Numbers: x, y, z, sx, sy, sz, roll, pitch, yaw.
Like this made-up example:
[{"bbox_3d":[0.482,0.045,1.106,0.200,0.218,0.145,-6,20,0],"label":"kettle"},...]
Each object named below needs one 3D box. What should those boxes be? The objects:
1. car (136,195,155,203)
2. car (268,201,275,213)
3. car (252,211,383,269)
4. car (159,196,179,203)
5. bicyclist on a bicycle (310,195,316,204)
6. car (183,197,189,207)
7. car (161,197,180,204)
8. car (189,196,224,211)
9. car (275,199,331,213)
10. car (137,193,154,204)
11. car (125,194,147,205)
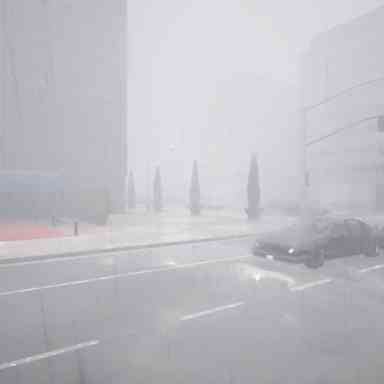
[{"bbox_3d":[-9.874,1.520,70.413,2.128,1.511,4.902,0,0,-35],"label":"car"},{"bbox_3d":[10.228,1.505,35.235,1.837,1.490,4.892,0,0,-35],"label":"car"},{"bbox_3d":[4.556,1.547,11.268,5.357,1.411,2.033,0,0,-32],"label":"car"},{"bbox_3d":[-4.859,1.601,69.491,1.895,1.301,4.718,0,0,-35],"label":"car"},{"bbox_3d":[16.857,1.301,46.689,1.656,1.620,0.582,0,0,-35],"label":"bicyclist on a bicycle"},{"bbox_3d":[0.905,1.525,48.644,1.812,1.442,4.674,0,0,-35],"label":"car"},{"bbox_3d":[-4.158,1.547,62.386,2.033,1.411,5.357,0,0,-35],"label":"car"},{"bbox_3d":[1.983,1.526,40.960,1.812,1.442,4.674,0,0,-35],"label":"car"},{"bbox_3d":[9.941,1.526,29.359,1.812,1.442,4.674,0,0,-33],"label":"car"},{"bbox_3d":[-9.558,1.300,63.845,2.150,2.045,5.566,0,0,-35],"label":"car"},{"bbox_3d":[-10.176,1.492,58.536,2.128,1.511,4.902,0,0,-34],"label":"car"}]
